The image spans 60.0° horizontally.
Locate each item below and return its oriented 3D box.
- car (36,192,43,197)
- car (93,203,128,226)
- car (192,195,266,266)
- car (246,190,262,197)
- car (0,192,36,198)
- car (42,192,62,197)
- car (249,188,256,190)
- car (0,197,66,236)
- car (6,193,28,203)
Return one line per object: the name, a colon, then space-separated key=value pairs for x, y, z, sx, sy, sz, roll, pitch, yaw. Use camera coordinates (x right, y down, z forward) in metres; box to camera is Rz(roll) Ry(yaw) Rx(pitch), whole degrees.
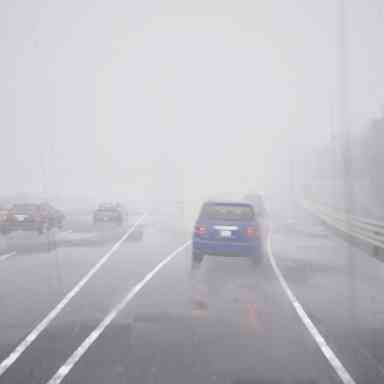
car: x=-30.411 y=0.998 z=67.086 sx=2.150 sy=2.045 sz=5.566 roll=0 pitch=0 yaw=-5
car: x=-5.670 y=1.513 z=23.561 sx=2.128 sy=1.511 sz=4.902 roll=0 pitch=0 yaw=-5
car: x=1.387 y=1.279 z=12.082 sx=2.150 sy=2.045 sz=5.566 roll=2 pitch=0 yaw=9
car: x=6.127 y=1.185 z=33.080 sx=2.150 sy=2.045 sz=5.566 roll=0 pitch=2 yaw=13
car: x=-25.347 y=1.097 z=48.634 sx=2.150 sy=2.045 sz=5.566 roll=0 pitch=0 yaw=-4
car: x=-26.658 y=1.157 z=64.364 sx=2.097 sy=1.767 sz=4.553 roll=0 pitch=0 yaw=-5
car: x=12.212 y=-0.051 z=67.314 sx=2.033 sy=1.411 sz=5.357 roll=0 pitch=3 yaw=7
car: x=-8.691 y=1.350 z=18.654 sx=2.097 sy=1.767 sz=4.553 roll=0 pitch=0 yaw=-5
car: x=-33.667 y=1.121 z=64.161 sx=2.097 sy=1.767 sz=4.553 roll=0 pitch=0 yaw=-5
